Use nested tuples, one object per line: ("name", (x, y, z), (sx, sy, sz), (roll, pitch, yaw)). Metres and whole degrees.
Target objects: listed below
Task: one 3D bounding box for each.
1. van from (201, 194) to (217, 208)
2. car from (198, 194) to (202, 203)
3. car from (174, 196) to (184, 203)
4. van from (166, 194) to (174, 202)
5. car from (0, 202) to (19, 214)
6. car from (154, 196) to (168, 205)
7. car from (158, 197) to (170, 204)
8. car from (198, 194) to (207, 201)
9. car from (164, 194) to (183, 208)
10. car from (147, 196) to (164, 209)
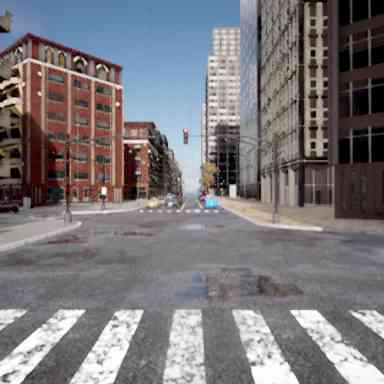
("van", (2.594, 1.327, 46.436), (1.690, 1.788, 3.998), (0, 0, 0))
("car", (2.604, 1.558, 68.646), (1.887, 1.381, 4.507), (0, 0, 0))
("car", (-2.712, 1.540, 70.606), (1.812, 1.442, 4.674), (0, 0, 0))
("van", (-5.269, 1.373, 79.754), (1.690, 1.788, 3.998), (0, 0, 0))
("car", (-21.126, 1.743, 37.122), (4.718, 1.301, 1.895), (0, -1, 41))
("car", (-5.281, 1.437, 57.546), (1.967, 1.590, 4.097), (0, 0, 0))
("car", (-5.279, 1.570, 63.099), (1.947, 1.339, 4.313), (0, 0, 0))
("car", (2.612, 1.359, 85.305), (2.192, 1.841, 5.009), (0, 0, 0))
("car", (-2.787, 1.478, 46.629), (2.128, 1.511, 4.902), (0, 0, 2))
("car", (-5.287, 1.512, 46.271), (1.752, 1.417, 4.829), (0, 0, 0))
